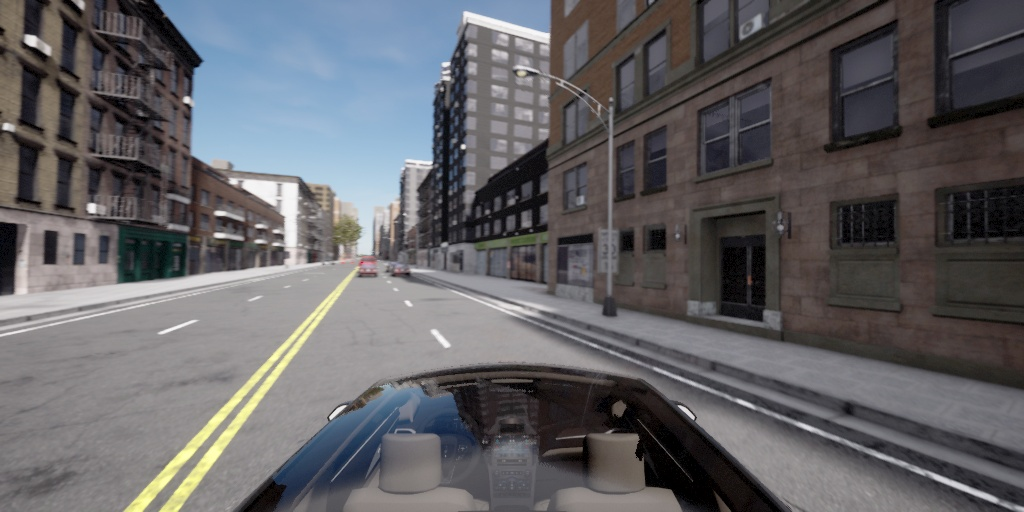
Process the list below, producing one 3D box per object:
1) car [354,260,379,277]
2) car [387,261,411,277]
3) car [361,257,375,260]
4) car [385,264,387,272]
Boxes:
[{"bbox_3d":[-14.876,1.439,37.162,2.033,1.411,5.357,1,-1,-22],"label":"car"},{"bbox_3d":[-12.038,1.500,38.788,2.033,1.411,5.357,1,-1,-21],"label":"car"},{"bbox_3d":[-18.769,1.145,46.705,2.150,2.045,5.566,1,-1,-22],"label":"car"},{"bbox_3d":[-16.041,1.477,48.631,2.128,1.511,4.902,1,-1,-22],"label":"car"}]
